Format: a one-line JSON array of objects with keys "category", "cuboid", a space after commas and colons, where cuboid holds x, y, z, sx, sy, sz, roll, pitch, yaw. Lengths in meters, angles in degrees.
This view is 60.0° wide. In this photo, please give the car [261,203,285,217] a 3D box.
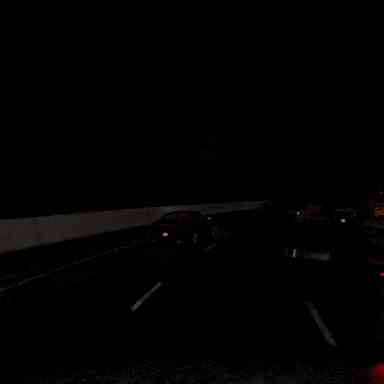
[{"category": "car", "cuboid": [8.814, 1.892, 35.991, 2.128, 1.511, 4.902, 0, -1, 25]}]

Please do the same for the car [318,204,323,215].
[{"category": "car", "cuboid": [14.595, 2.024, 40.009, 1.994, 1.385, 4.181, 0, -1, 25]}]

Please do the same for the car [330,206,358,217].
[{"category": "car", "cuboid": [11.483, 1.823, 25.197, 1.812, 1.442, 4.674, 0, -1, 25]}]

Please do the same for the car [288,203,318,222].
[{"category": "car", "cuboid": [10.056, 1.910, 30.384, 1.994, 1.385, 4.181, 0, -1, 25]}]

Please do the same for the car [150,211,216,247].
[{"category": "car", "cuboid": [-0.250, 1.645, 16.200, 1.882, 1.535, 5.008, 0, -1, 20]}]

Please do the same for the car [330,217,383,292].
[{"category": "car", "cuboid": [5.010, 1.635, 8.950, 1.812, 1.442, 4.674, 0, -1, 13]}]

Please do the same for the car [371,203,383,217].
[{"category": "car", "cuboid": [19.223, 1.883, 33.433, 1.882, 1.535, 5.008, 0, -1, 25]}]
